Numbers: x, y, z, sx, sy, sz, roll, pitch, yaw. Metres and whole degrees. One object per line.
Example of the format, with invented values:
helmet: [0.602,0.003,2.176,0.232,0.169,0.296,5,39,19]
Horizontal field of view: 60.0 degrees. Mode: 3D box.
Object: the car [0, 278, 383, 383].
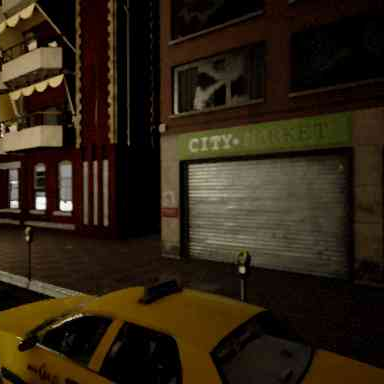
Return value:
car: [-0.503,1.530,3.235,4.829,1.417,1.752,0,0,35]
